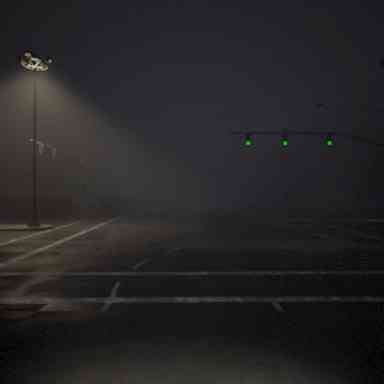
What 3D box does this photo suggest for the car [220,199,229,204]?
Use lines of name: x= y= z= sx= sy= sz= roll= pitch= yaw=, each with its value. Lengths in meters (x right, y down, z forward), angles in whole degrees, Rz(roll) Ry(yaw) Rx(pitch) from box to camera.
car: x=8.838 y=2.560 z=90.410 sx=1.812 sy=1.442 sz=4.674 roll=0 pitch=-1 yaw=0

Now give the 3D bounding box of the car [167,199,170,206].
car: x=-5.199 y=2.581 z=81.716 sx=1.837 sy=1.490 sz=4.892 roll=0 pitch=-1 yaw=0

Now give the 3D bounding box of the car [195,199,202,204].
car: x=1.838 y=2.631 z=90.469 sx=1.895 sy=1.301 sz=4.718 roll=0 pitch=-1 yaw=0

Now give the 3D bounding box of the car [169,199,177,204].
car: x=-5.162 y=2.587 z=90.470 sx=1.994 sy=1.385 sz=4.181 roll=0 pitch=-1 yaw=0

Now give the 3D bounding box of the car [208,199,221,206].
car: x=5.301 y=2.677 z=81.699 sx=1.895 sy=1.301 sz=4.718 roll=0 pitch=-1 yaw=0

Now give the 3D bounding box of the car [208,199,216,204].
car: x=5.338 y=2.560 z=90.425 sx=1.812 sy=1.442 sz=4.674 roll=0 pitch=-1 yaw=0

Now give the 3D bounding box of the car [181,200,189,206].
car: x=-1.701 y=2.671 z=81.313 sx=1.895 sy=1.301 sz=4.718 roll=0 pitch=-1 yaw=0

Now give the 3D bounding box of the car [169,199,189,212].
car: x=-1.837 y=2.150 z=49.424 sx=2.128 sy=1.511 sz=4.902 roll=0 pitch=-1 yaw=0

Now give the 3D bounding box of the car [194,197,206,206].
car: x=1.797 y=2.294 z=80.886 sx=2.150 sy=2.045 sz=5.566 roll=0 pitch=-1 yaw=0

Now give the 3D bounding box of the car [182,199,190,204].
car: x=-1.662 y=2.560 z=90.455 sx=2.128 sy=1.511 sz=4.902 roll=0 pitch=-1 yaw=0

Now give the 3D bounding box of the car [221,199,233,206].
car: x=8.797 y=2.609 z=80.822 sx=2.033 sy=1.411 sz=5.357 roll=0 pitch=-1 yaw=0
